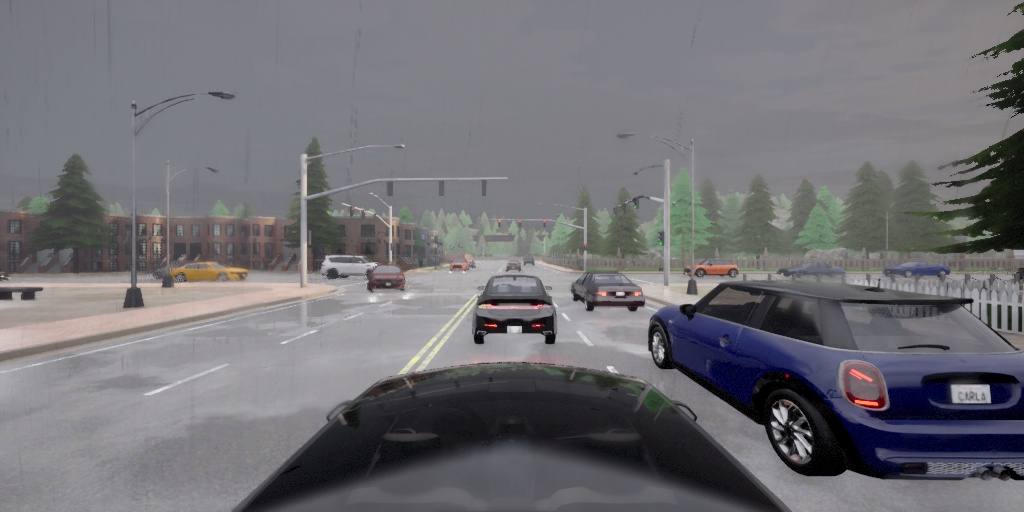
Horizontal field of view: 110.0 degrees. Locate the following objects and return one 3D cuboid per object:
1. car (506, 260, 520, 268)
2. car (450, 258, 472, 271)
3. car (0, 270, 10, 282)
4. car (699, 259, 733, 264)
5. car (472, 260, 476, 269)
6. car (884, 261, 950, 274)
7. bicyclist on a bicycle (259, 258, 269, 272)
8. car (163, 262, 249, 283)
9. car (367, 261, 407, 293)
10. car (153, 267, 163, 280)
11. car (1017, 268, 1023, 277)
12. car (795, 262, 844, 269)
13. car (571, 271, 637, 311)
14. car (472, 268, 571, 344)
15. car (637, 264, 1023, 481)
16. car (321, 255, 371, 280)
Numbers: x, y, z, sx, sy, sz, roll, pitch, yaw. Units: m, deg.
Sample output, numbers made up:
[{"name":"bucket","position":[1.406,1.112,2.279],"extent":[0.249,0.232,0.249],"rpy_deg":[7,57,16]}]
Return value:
[{"name":"car","position":[0.200,1.275,47.956],"extent":[1.812,1.442,4.674],"rpy_deg":[0,0,1]},{"name":"car","position":[-7.036,1.101,48.317],"extent":[2.097,1.767,4.553],"rpy_deg":[0,0,0]},{"name":"car","position":[-39.179,1.254,25.244],"extent":[4.892,1.490,1.837],"rpy_deg":[0,-1,-18]},{"name":"car","position":[18.749,1.101,33.950],"extent":[4.553,1.767,2.097],"rpy_deg":[0,0,0]},{"name":"car","position":[-7.013,1.275,58.250],"extent":[1.812,1.442,4.674],"rpy_deg":[0,0,1]},{"name":"car","position":[38.152,1.227,33.897],"extent":[5.008,1.535,1.882],"rpy_deg":[0,0,0]},{"name":"bicyclist on a bicycle","position":[-28.766,1.052,41.635],"extent":[0.582,1.620,1.656],"rpy_deg":[0,0,-1]},{"name":"car","position":[-22.784,1.227,27.128],"extent":[5.008,1.535,1.882],"rpy_deg":[0,0,-1]},{"name":"car","position":[-7.368,1.227,21.354],"extent":[1.882,1.535,5.008],"rpy_deg":[2,-1,-20]},{"name":"car","position":[-27.631,1.313,30.459],"extent":[4.181,1.385,1.994],"rpy_deg":[0,0,-3]},{"name":"car","position":[41.053,1.227,26.703],"extent":[5.008,1.535,1.882],"rpy_deg":[0,0,0]},{"name":"car","position":[28.274,1.297,33.925],"extent":[5.357,1.411,2.033],"rpy_deg":[0,0,1]},{"name":"car","position":[3.600,1.297,14.356],"extent":[2.033,1.411,5.357],"rpy_deg":[0,0,0]},{"name":"car","position":[0.073,1.241,9.528],"extent":[2.128,1.511,4.902],"rpy_deg":[0,0,1]},{"name":"car","position":[3.606,1.102,4.938],"extent":[2.097,1.767,4.553],"rpy_deg":[0,0,0]},{"name":"car","position":[-13.333,0.971,30.741],"extent":[5.566,2.045,2.150],"rpy_deg":[0,0,0]}]
